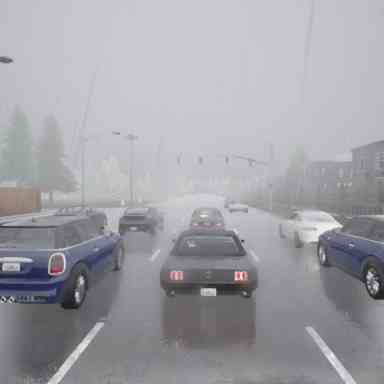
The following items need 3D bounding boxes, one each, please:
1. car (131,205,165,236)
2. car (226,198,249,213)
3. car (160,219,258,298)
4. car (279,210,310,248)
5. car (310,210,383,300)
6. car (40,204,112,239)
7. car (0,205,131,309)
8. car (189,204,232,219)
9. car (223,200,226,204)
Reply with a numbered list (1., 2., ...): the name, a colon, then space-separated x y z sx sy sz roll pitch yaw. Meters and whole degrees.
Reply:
1. car: -2.677 1.504 18.269 1.837 1.490 4.892 0 0 2
2. car: 5.047 1.600 36.529 1.895 1.301 4.718 0 0 3
3. car: 0.411 1.601 8.484 1.895 1.301 4.718 0 0 2
4. car: 5.122 1.525 14.546 1.812 1.442 4.674 0 0 2
5. car: 4.866 1.351 8.522 2.097 1.767 4.553 0 0 2
6. car: -6.172 1.491 18.474 2.128 1.511 4.902 0 0 2
7. car: -3.111 1.352 8.032 2.097 1.767 4.553 0 0 2
8. car: 0.816 1.547 18.067 2.033 1.411 5.357 0 0 2
9. car: 5.420 1.546 46.420 2.033 1.411 5.357 0 0 2
